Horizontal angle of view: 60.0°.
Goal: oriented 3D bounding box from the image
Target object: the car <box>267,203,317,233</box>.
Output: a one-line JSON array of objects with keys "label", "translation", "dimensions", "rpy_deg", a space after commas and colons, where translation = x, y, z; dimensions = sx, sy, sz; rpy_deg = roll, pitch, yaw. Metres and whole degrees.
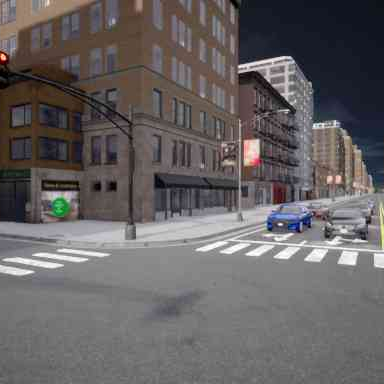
[{"label": "car", "translation": [6.033, 1.494, 20.235], "dimensions": [1.882, 1.535, 5.008], "rpy_deg": [0, 0, 29]}]

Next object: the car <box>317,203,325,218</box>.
[{"label": "car", "translation": [10.420, 1.583, 28.050], "dimensions": [1.994, 1.385, 4.181], "rpy_deg": [0, 0, 29]}]

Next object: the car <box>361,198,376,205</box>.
[{"label": "car", "translation": [17.541, 1.523, 34.059], "dimensions": [1.837, 1.490, 4.892], "rpy_deg": [0, 0, 30]}]

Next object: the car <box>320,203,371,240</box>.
[{"label": "car", "translation": [8.088, 1.539, 17.273], "dimensions": [1.812, 1.442, 4.674], "rpy_deg": [0, 0, 29]}]

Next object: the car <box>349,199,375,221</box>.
[{"label": "car", "translation": [12.624, 1.521, 25.337], "dimensions": [1.837, 1.490, 4.892], "rpy_deg": [0, 0, 29]}]
